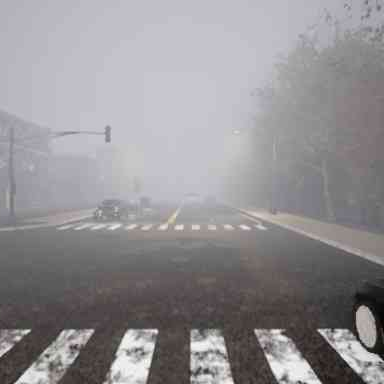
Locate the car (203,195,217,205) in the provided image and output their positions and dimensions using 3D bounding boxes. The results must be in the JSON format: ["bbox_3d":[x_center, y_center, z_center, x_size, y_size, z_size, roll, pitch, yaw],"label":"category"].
[{"bbox_3d":[3.356,1.436,59.303,1.837,1.490,4.892,0,0,0],"label":"car"}]

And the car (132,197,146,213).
[{"bbox_3d":[-6.596,1.561,36.554,1.895,1.301,4.718,0,0,0],"label":"car"}]

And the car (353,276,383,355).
[{"bbox_3d":[3.354,1.474,3.038,1.882,1.535,5.008,0,0,0],"label":"car"}]

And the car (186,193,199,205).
[{"bbox_3d":[0.102,1.154,58.969,2.150,2.045,5.566,0,0,0],"label":"car"}]

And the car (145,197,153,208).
[{"bbox_3d":[-6.581,1.453,46.624,1.837,1.490,4.892,0,0,0],"label":"car"}]

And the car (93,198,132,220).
[{"bbox_3d":[-6.598,1.323,27.396,2.097,1.767,4.553,0,0,0],"label":"car"}]
